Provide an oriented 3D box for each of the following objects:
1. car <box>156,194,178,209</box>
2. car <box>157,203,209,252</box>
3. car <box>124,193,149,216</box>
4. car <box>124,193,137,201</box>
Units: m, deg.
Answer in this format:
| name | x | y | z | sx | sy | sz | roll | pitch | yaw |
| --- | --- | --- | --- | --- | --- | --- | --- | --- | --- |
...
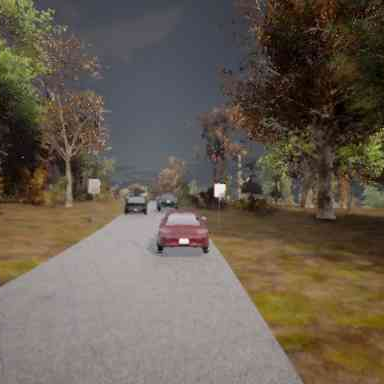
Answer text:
| name | x | y | z | sx | sy | sz | roll | pitch | yaw |
| --- | --- | --- | --- | --- | --- | --- | --- | --- | --- |
| car | -2.672 | 0.984 | 35.340 | 2.097 | 1.767 | 4.553 | 1 | 0 | -8 |
| car | -0.388 | 1.415 | 13.188 | 1.812 | 1.442 | 4.674 | 1 | 1 | -3 |
| car | -4.714 | 1.100 | 28.452 | 1.882 | 1.535 | 5.008 | 1 | 0 | -7 |
| car | -12.720 | 0.999 | 68.789 | 2.128 | 1.511 | 4.902 | 2 | -1 | -15 |
